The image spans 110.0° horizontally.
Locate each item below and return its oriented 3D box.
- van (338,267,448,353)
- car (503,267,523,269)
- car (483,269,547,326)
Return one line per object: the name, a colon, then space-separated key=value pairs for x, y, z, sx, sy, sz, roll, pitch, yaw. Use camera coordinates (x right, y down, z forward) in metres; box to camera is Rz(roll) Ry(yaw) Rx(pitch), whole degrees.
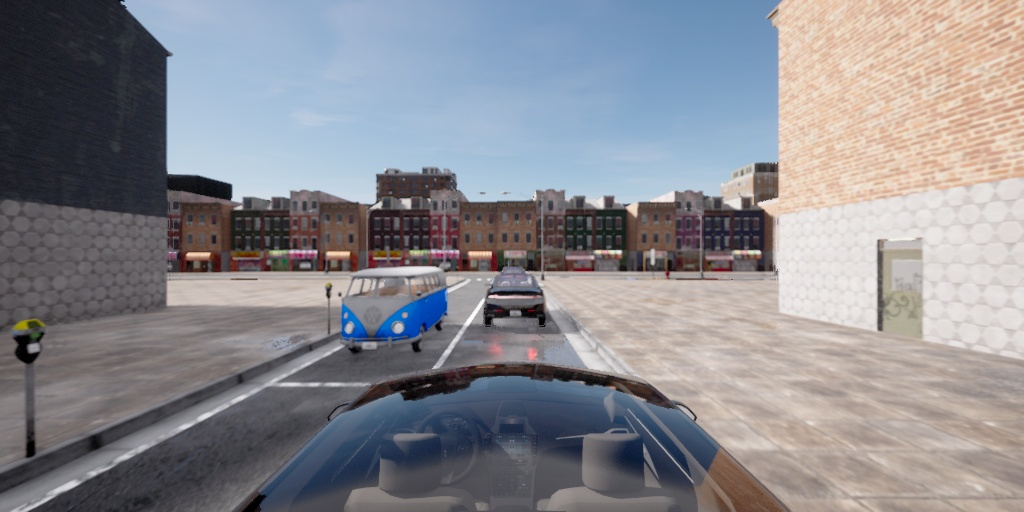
van: x=-2.642 y=1.161 z=8.752 sx=1.690 sy=1.789 sz=3.998 roll=0 pitch=0 yaw=0
car: x=0.086 y=1.475 z=24.403 sx=2.128 sy=1.511 sz=4.902 roll=0 pitch=-1 yaw=0
car: x=0.094 y=1.347 z=12.090 sx=2.128 sy=1.511 sz=4.902 roll=0 pitch=0 yaw=0
